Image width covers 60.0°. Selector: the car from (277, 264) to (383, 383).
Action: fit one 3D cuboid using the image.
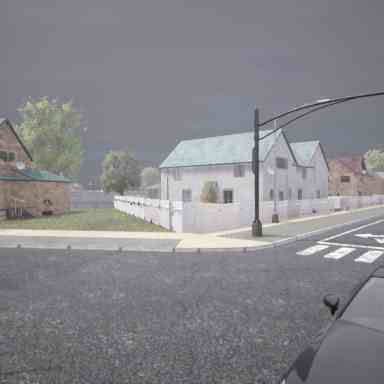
[{"bbox_3d":[2.551,1.524,3.451,1.812,1.442,4.674,0,0,42],"label":"car"}]
